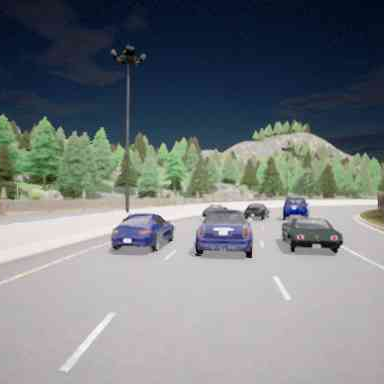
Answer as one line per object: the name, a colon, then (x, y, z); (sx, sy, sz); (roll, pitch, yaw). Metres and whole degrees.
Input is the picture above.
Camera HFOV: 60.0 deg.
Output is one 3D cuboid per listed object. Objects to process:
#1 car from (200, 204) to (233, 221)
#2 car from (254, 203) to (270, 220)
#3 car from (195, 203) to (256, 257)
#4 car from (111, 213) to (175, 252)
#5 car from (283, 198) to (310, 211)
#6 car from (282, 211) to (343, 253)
car: (2.372, 1.861, 31.309); (1.994, 1.385, 4.181); (0, -1, 20)
car: (6.227, 1.823, 31.677); (1.837, 1.490, 4.892); (0, -1, 21)
car: (1.436, 1.486, 13.835); (2.097, 1.767, 4.553); (0, -1, 9)
car: (-2.014, 1.650, 14.504); (1.812, 1.442, 4.674); (0, 0, 9)
car: (10.073, 1.561, 32.082); (2.150, 2.045, 5.566); (0, -1, 22)
car: (5.057, 1.759, 14.642); (1.895, 1.301, 4.718); (0, -1, 10)
